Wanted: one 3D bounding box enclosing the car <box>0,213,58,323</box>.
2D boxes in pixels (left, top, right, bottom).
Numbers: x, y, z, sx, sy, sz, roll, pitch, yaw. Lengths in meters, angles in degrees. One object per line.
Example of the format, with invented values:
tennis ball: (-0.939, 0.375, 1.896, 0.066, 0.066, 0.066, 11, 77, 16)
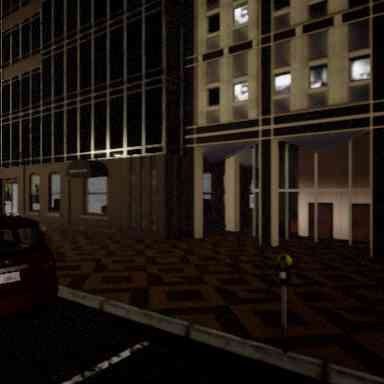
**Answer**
car: (-4.523, 1.289, 6.109, 5.009, 1.841, 2.192, 0, 0, 36)
